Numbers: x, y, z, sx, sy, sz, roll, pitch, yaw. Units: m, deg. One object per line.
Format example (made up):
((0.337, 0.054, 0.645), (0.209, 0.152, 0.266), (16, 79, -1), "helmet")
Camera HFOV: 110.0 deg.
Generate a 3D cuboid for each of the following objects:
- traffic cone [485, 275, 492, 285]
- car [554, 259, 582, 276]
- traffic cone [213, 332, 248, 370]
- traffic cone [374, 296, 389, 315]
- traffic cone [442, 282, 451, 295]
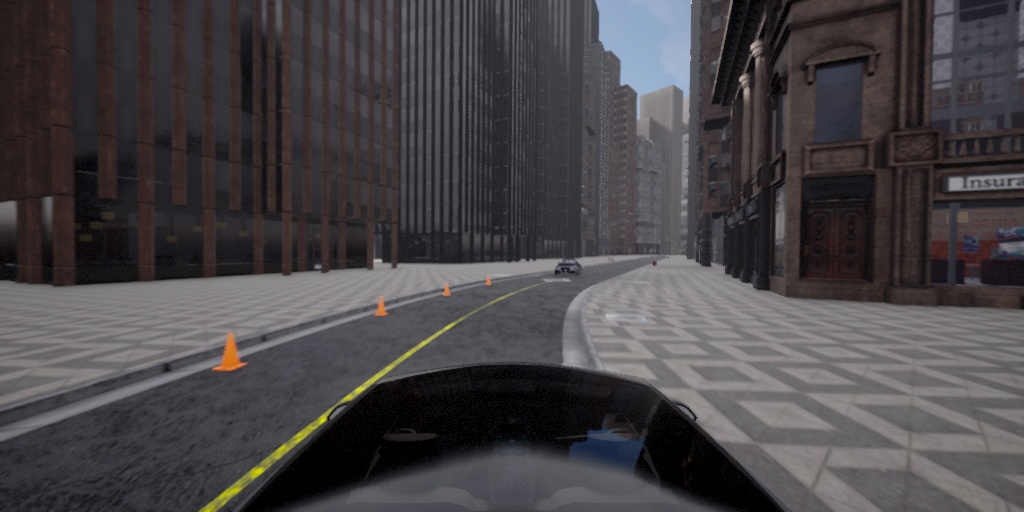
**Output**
((-1.416, 1.422, 21.432), (0.340, 0.580, 0.340), (0, 0, 20), "traffic cone")
((4.958, 0.944, 31.239), (1.994, 1.385, 4.181), (1, 1, 17), "car")
((-4.830, 1.609, 6.157), (0.340, 0.580, 0.340), (0, 0, 5), "traffic cone")
((-4.132, 1.548, 11.340), (0.340, 0.580, 0.340), (0, 0, 10), "traffic cone")
((-2.991, 1.484, 16.445), (0.340, 0.580, 0.340), (0, 0, 15), "traffic cone")
